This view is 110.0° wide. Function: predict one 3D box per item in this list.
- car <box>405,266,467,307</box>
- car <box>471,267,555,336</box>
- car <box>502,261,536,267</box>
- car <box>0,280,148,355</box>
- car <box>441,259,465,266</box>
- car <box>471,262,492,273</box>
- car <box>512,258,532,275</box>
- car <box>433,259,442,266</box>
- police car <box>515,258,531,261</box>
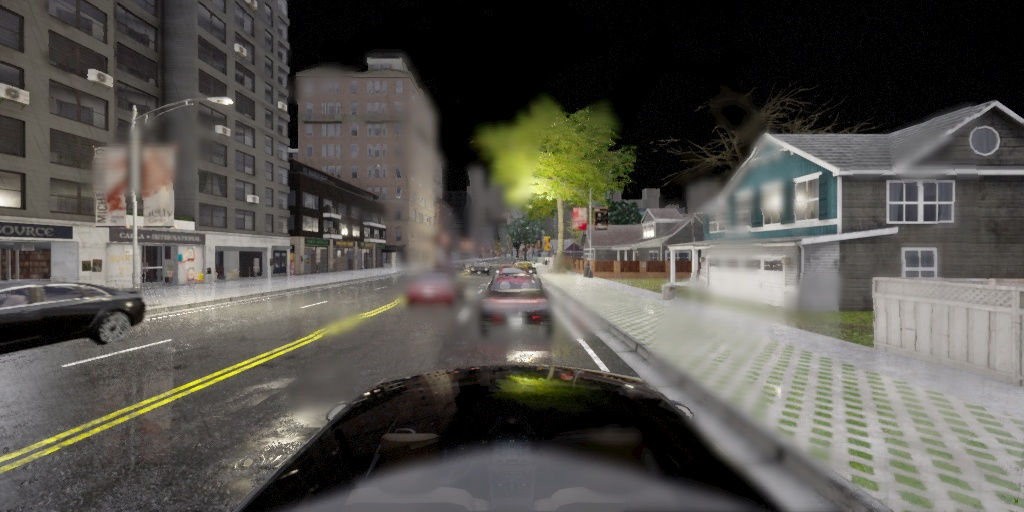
[{"bbox_3d":[-3.135,1.308,15.458,1.994,1.385,4.181,0,0,0],"label":"car"},{"bbox_3d":[0.112,1.239,10.375,2.128,1.511,4.902,0,0,0],"label":"car"},{"bbox_3d":[0.120,1.218,19.879,1.882,1.535,5.008,0,0,0],"label":"car"},{"bbox_3d":[-9.844,1.240,6.677,2.128,1.511,4.902,0,0,0],"label":"car"},{"bbox_3d":[-6.557,1.277,41.878,1.994,1.385,4.181,0,0,0],"label":"car"},{"bbox_3d":[-3.112,1.320,37.216,1.895,1.301,4.718,0,0,0],"label":"car"},{"bbox_3d":[1.015,1.067,39.468,2.097,1.767,4.553,0,0,0],"label":"car"},{"bbox_3d":[-9.797,1.178,50.799,1.882,1.535,5.008,0,1,0],"label":"car"},{"bbox_3d":[1.005,1.155,29.608,1.930,1.638,5.238,0,0,0],"label":"police car"}]
